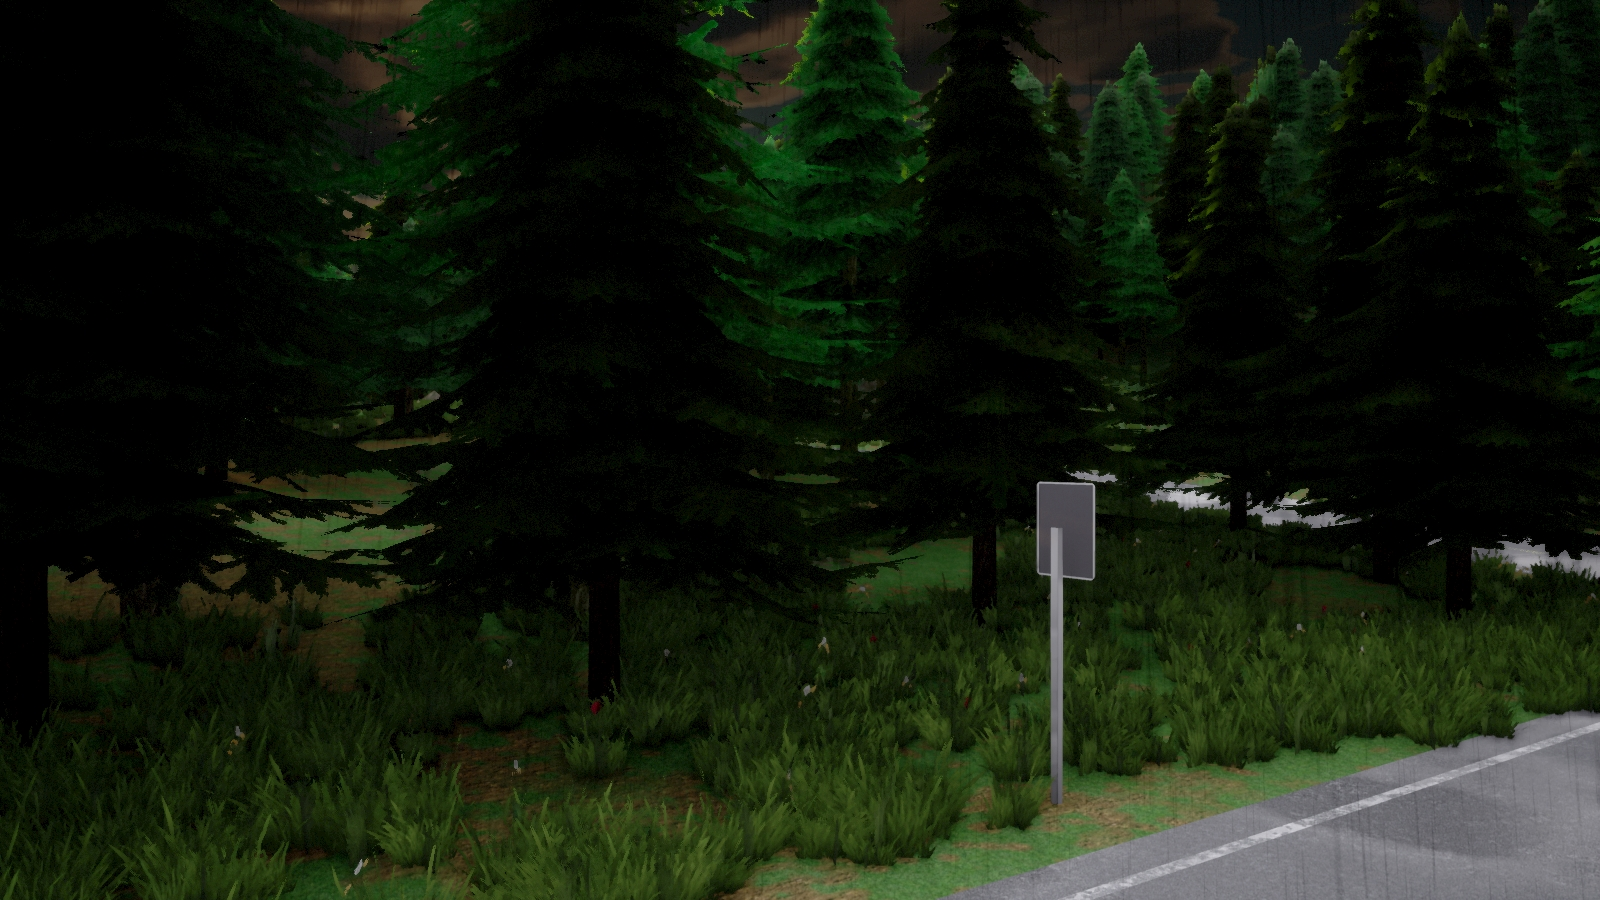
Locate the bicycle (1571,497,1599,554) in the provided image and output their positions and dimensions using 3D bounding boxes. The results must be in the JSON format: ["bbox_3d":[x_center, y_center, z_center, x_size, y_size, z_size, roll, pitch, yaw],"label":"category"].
[{"bbox_3d":[22.067,2.108,31.040,0.329,1.471,1.835,0,5,-27],"label":"bicycle"}]
